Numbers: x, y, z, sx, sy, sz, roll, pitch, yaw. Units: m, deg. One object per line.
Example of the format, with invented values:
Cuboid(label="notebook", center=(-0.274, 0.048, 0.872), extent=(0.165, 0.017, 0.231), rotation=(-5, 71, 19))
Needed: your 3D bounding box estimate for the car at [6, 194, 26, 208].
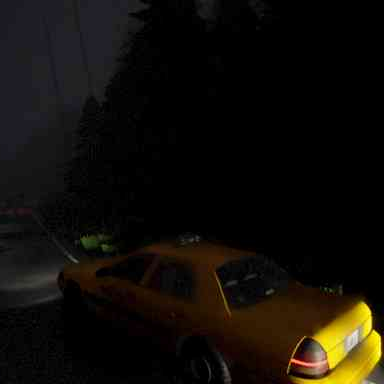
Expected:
Cuboid(label="car", center=(-21.154, 1.050, 40.038), extent=(2.128, 1.511, 4.902), rotation=(-2, 2, -26))

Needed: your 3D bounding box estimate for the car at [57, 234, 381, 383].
Cuboid(label="car", center=(-0.249, 1.417, 5.074), extent=(5.366, 1.575, 1.801), rotation=(1, 1, 44))
